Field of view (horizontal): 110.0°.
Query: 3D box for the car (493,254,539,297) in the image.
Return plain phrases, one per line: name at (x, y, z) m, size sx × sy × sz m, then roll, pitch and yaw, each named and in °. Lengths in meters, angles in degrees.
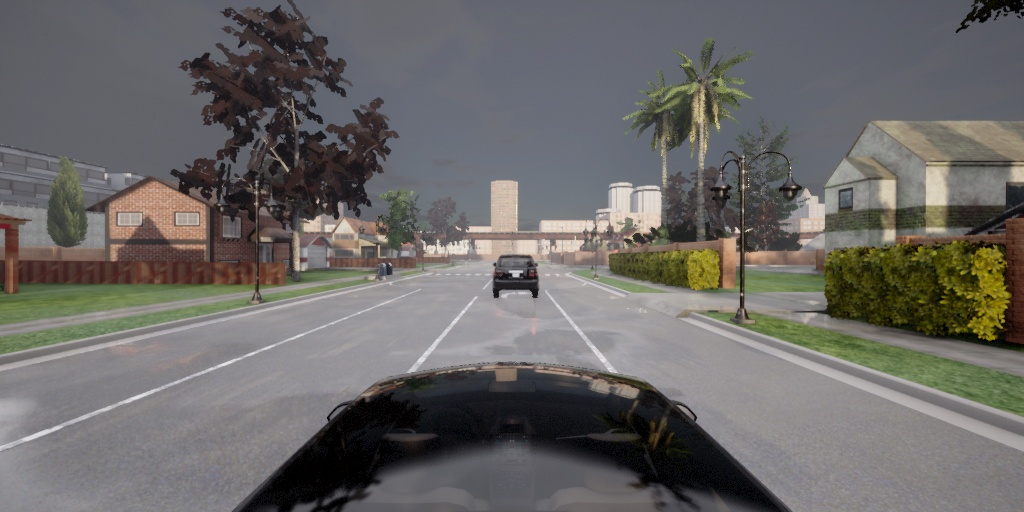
car at (0.183, 0.930, 18.573) m, size 2.150 × 2.045 × 5.566 m, roll 0°, pitch 0°, yaw 0°
